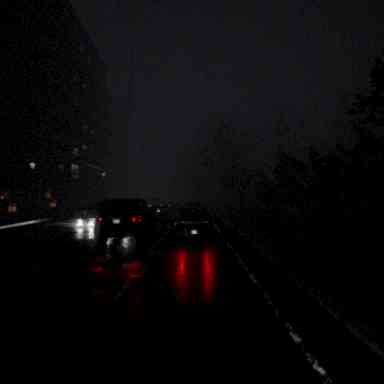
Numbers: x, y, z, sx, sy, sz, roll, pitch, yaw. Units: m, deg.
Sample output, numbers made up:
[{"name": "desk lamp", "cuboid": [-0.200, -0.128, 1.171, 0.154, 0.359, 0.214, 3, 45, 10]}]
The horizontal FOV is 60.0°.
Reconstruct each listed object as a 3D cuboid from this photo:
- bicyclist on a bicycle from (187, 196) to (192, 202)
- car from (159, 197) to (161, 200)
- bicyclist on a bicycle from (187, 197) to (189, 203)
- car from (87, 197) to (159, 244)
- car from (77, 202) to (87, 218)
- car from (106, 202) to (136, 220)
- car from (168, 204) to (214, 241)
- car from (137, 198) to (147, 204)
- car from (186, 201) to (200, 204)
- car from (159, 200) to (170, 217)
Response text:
[{"name": "bicyclist on a bicycle", "cuboid": [-0.394, 1.842, 73.474, 0.659, 1.776, 1.843, 0, 0, -4]}, {"name": "car", "cuboid": [-7.722, 1.823, 72.137, 2.097, 1.767, 4.553, 0, 0, -3]}, {"name": "bicyclist on a bicycle", "cuboid": [-1.010, 1.980, 82.533, 0.582, 1.620, 1.656, 0, -1, -4]}, {"name": "car", "cuboid": [-3.142, 1.327, 16.518, 2.150, 2.045, 5.566, 0, 0, 0]}, {"name": "car", "cuboid": [-9.852, 1.706, 32.985, 2.128, 1.511, 4.902, 0, 0, 0]}, {"name": "car", "cuboid": [-6.603, 1.729, 31.261, 1.812, 1.442, 4.674, 0, 0, 0]}, {"name": "car", "cuboid": [0.108, 1.603, 17.335, 2.128, 1.511, 4.902, 0, 0, 0]}, {"name": "car", "cuboid": [-11.121, 2.058, 74.430, 1.895, 1.301, 4.718, 0, 0, -3]}, {"name": "car", "cuboid": [0.091, 1.702, 34.434, 1.882, 1.535, 5.008, 0, 0, 0]}, {"name": "car", "cuboid": [-3.153, 1.781, 33.356, 1.994, 1.385, 4.181, 0, 0, 0]}]
